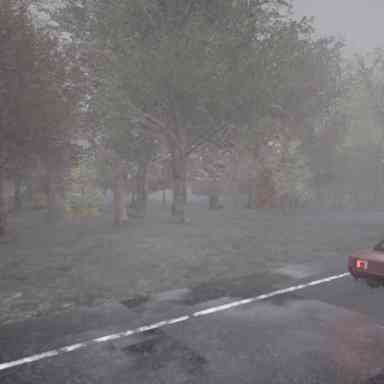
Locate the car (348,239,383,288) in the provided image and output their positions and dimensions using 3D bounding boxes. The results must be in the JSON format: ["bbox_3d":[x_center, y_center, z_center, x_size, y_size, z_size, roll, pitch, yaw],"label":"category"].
[{"bbox_3d":[5.812,1.576,7.892,4.718,1.301,1.895,0,0,-35],"label":"car"}]
